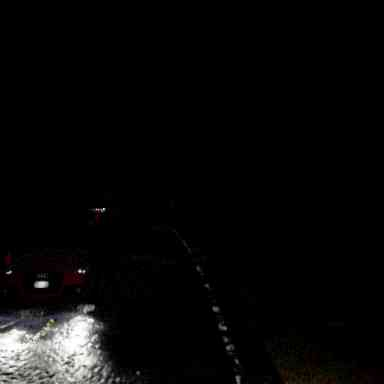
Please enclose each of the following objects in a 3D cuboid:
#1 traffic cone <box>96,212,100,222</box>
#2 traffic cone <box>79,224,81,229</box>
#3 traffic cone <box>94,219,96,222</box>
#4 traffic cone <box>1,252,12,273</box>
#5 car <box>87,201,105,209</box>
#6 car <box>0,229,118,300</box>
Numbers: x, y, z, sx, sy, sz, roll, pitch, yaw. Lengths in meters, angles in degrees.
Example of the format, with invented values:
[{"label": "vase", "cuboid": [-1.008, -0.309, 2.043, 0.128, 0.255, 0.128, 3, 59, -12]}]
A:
[{"label": "traffic cone", "cuboid": [-8.428, 2.322, 29.350, 0.340, 0.580, 0.340, 0, -1, -13]}, {"label": "traffic cone", "cuboid": [-6.625, 2.202, 19.701, 0.340, 0.580, 0.340, 0, -1, -9]}, {"label": "traffic cone", "cuboid": [-7.446, 2.262, 24.541, 0.340, 0.580, 0.340, 0, -1, -11]}, {"label": "traffic cone", "cuboid": [-5.473, 2.083, 9.952, 0.340, 0.580, 0.340, 0, -1, -5]}, {"label": "car", "cuboid": [-17.562, 2.312, 60.810, 2.033, 1.411, 5.357, 0, -1, -34]}, {"label": "car", "cuboid": [-3.133, 1.673, 8.587, 1.994, 1.385, 4.181, 0, -1, -4]}]
